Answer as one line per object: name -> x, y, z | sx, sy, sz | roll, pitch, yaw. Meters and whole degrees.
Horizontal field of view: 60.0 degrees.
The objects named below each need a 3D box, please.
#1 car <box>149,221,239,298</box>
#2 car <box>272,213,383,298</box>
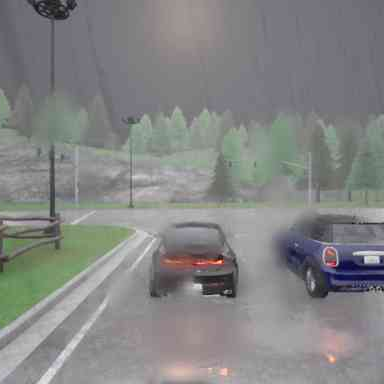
car -> 0.051, 1.504, 8.502 | 1.837, 1.490, 4.892 | 0, 0, 0
car -> 3.552, 1.351, 8.667 | 2.097, 1.767, 4.553 | 0, 0, 0
